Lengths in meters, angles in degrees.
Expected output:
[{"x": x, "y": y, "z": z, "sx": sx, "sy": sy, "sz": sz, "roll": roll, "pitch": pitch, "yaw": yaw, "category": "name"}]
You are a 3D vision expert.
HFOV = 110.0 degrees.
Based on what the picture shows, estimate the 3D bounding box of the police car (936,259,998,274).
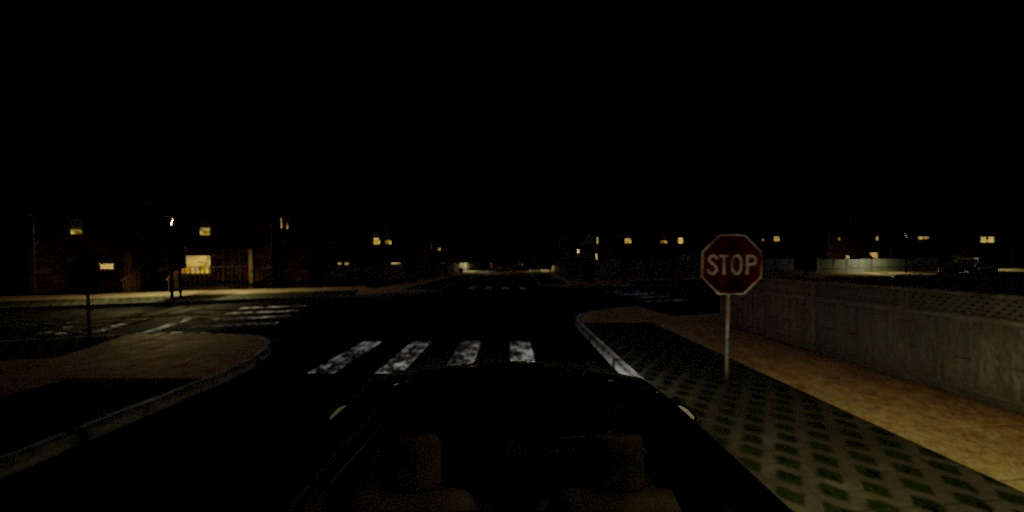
[{"x": 37.185, "y": 1.074, "z": 29.388, "sx": 5.238, "sy": 1.638, "sz": 1.930, "roll": 0, "pitch": 2, "yaw": -17, "category": "police car"}]

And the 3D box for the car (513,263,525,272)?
[{"x": 1.151, "y": 1.995, "z": 62.730, "sx": 2.128, "sy": 1.511, "sz": 4.902, "roll": 0, "pitch": -1, "yaw": 2, "category": "car"}]
